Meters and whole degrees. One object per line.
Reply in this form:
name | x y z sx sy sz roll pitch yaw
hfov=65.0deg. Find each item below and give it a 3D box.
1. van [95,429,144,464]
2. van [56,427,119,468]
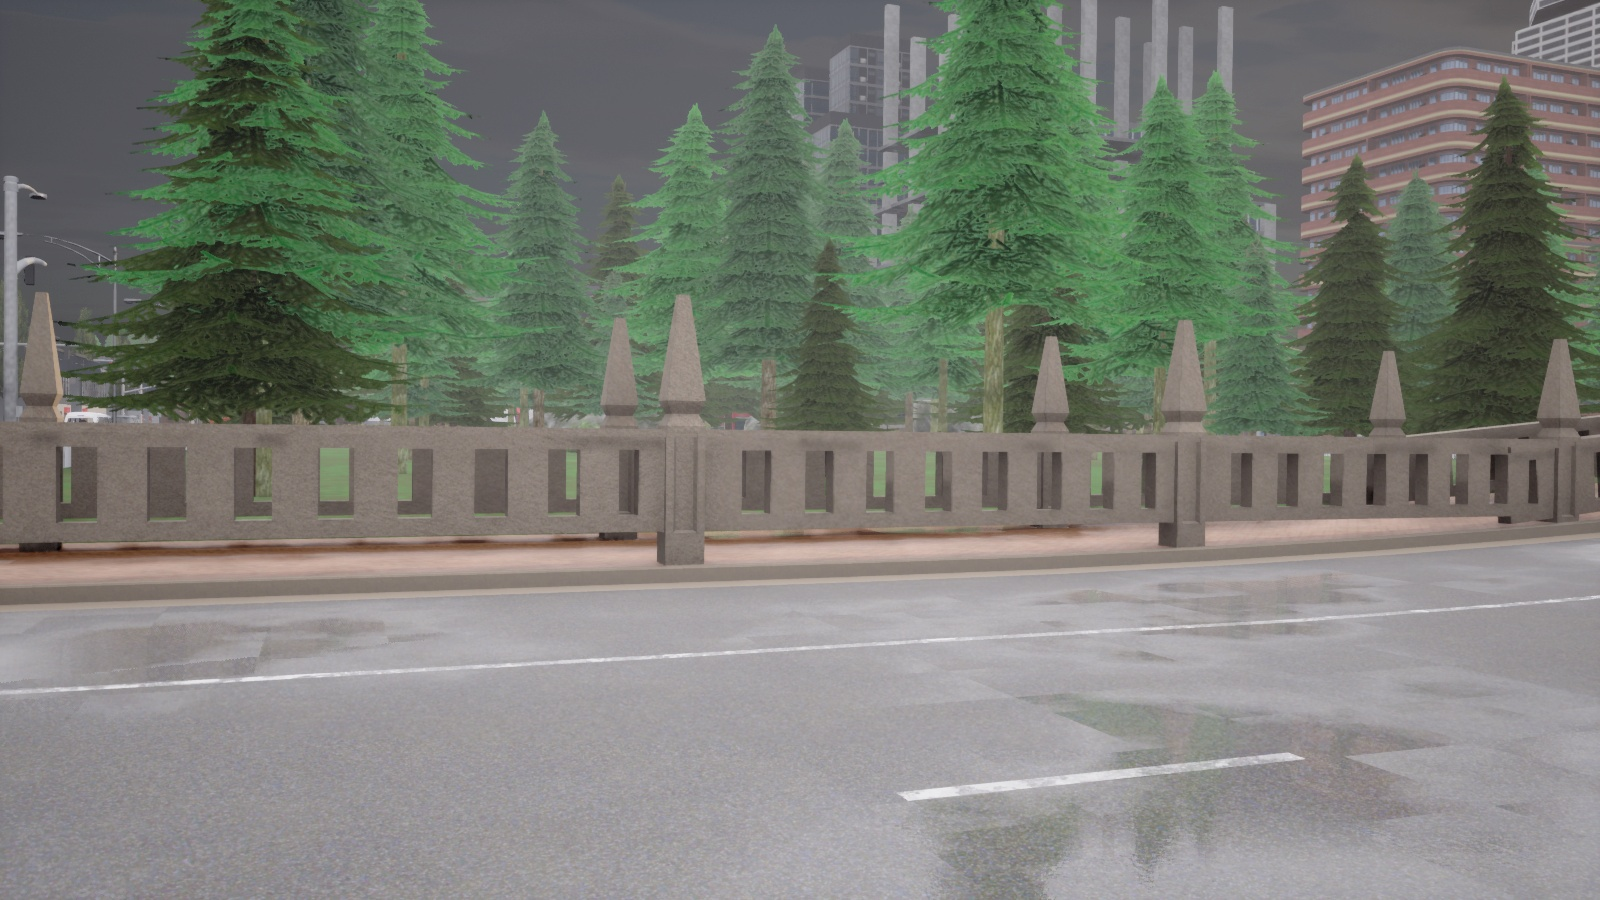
van | -39.894 -0.222 73.684 1.775 1.987 4.442 -1 1 -19
van | -37.022 -0.147 65.360 2.069 2.038 4.480 -1 1 -19
